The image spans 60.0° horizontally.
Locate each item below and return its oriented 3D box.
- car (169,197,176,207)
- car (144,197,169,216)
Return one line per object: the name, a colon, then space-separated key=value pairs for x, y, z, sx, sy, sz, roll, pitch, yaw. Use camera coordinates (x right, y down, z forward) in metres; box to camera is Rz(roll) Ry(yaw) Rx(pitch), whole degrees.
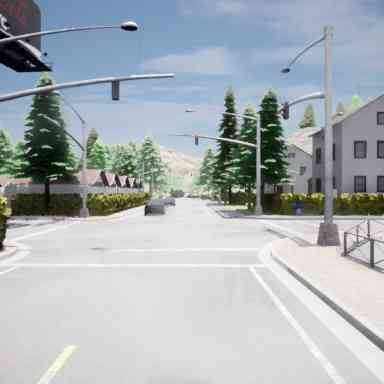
car: x=-3.579 y=1.547 z=52.939 sx=2.033 sy=1.411 sz=5.357 roll=0 pitch=0 yaw=0
car: x=-3.577 y=1.478 z=32.619 sx=1.882 sy=1.535 sz=5.008 roll=0 pitch=0 yaw=-1
